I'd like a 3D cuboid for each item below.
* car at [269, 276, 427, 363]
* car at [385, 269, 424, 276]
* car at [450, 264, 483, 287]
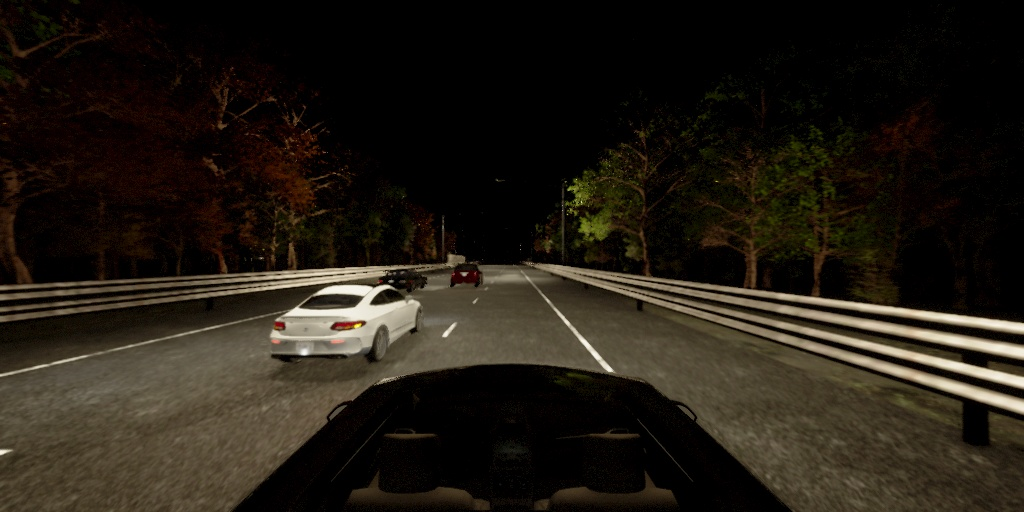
[{"bbox_3d":[-3.409,1.348,8.205,1.812,1.442,4.674,0,-1,0],"label":"car"},{"bbox_3d":[-6.918,1.533,23.054,2.033,1.411,5.357,0,-1,0],"label":"car"},{"bbox_3d":[-3.422,1.390,27.854,2.097,1.767,4.553,0,-1,0],"label":"car"}]
